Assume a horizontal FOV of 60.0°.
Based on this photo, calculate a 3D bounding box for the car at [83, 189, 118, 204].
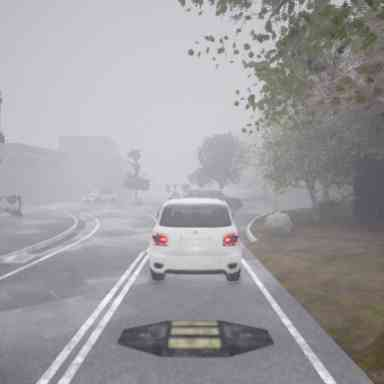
[{"bbox_3d":[-13.193,0.641,48.168,2.150,2.045,5.566,-1,-1,29],"label":"car"}]

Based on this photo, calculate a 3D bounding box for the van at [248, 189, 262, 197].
[{"bbox_3d":[18.092,0.559,91.697,4.442,1.987,1.878,0,2,1],"label":"van"}]

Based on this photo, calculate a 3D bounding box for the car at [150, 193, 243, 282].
[{"bbox_3d":[0.106,1.170,9.769,2.150,2.045,5.566,0,1,1],"label":"car"}]

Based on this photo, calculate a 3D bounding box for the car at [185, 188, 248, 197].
[{"bbox_3d":[1.839,0.818,30.460,5.566,2.045,2.150,-1,0,-12],"label":"car"}]
